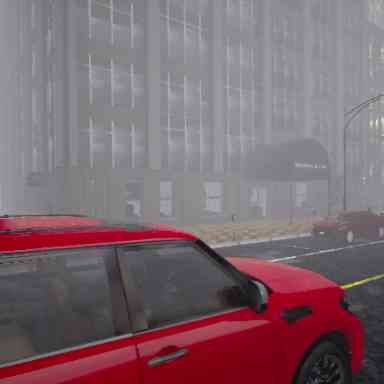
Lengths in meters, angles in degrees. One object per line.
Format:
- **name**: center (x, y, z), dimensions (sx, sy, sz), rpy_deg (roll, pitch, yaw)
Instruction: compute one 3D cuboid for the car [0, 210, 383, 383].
- **car**: center (-0.833, 1.224, 2.841), dimensions (5.566, 2.045, 2.150), rpy_deg (0, 0, -35)
